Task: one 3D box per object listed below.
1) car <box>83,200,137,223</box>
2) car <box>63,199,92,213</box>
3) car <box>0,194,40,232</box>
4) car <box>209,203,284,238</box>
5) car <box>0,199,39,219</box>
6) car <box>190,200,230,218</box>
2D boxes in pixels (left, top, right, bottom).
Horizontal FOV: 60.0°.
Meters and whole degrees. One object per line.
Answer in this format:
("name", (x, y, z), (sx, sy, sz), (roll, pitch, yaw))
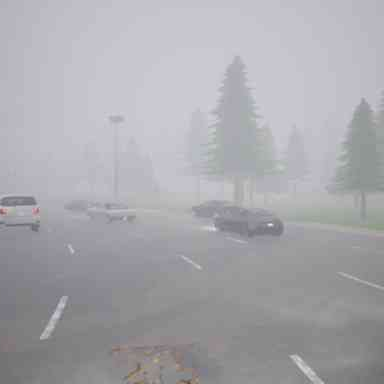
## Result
("car", (-6.061, 1.503, 24.669), (1.895, 1.301, 4.718), (0, 0, -40))
("car", (-11.627, 1.408, 35.316), (5.357, 1.411, 2.033), (0, 0, 43))
("car", (-10.376, 1.146, 19.044), (2.150, 2.045, 5.566), (0, 0, -38))
("car", (2.846, 1.495, 17.385), (1.994, 1.385, 4.181), (0, 0, -24))
("car", (-15.137, 1.413, 28.867), (4.674, 1.442, 1.812), (0, 0, 44))
("car", (1.752, 1.373, 26.210), (1.882, 1.535, 5.008), (0, 0, -35))
